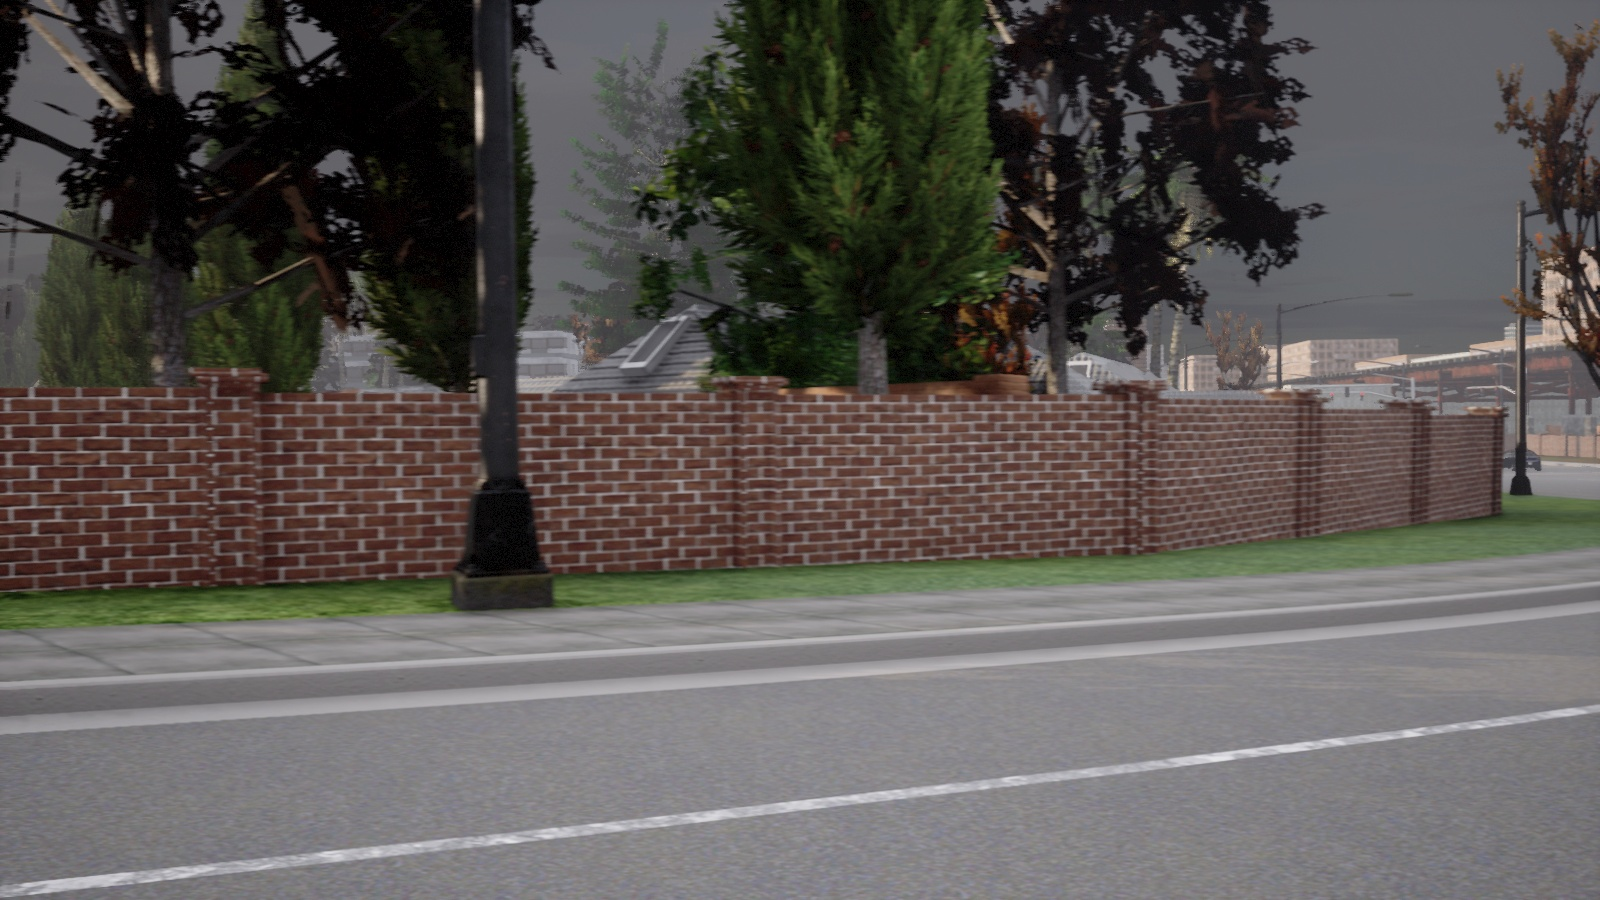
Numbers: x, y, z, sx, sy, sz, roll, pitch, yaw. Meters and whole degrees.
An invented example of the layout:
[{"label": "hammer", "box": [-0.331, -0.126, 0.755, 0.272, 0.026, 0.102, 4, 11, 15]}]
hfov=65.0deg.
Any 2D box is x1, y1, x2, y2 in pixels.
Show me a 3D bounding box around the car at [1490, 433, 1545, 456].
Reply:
[{"label": "car", "box": [48.866, -0.378, 85.628, 1.816, 1.474, 4.193, -2, 1, 8]}]
